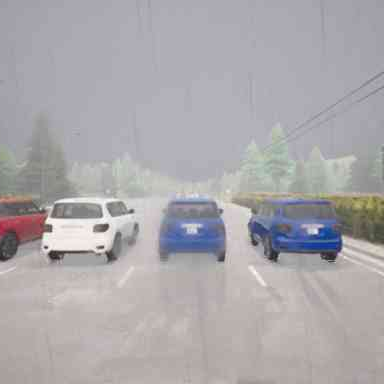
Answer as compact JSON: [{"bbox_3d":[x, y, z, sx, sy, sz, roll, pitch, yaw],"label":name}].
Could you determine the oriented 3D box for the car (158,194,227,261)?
[{"bbox_3d":[0.031,1.220,12.403,2.150,2.045,5.566,0,0,1],"label":"car"}]

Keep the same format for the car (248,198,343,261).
[{"bbox_3d":[3.531,1.220,12.348,2.150,2.045,5.566,0,0,1],"label":"car"}]

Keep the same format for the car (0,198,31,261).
[{"bbox_3d":[-6.969,1.220,12.373,2.150,2.045,5.566,0,0,1],"label":"car"}]

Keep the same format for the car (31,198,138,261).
[{"bbox_3d":[-3.469,1.220,12.364,2.150,2.045,5.566,0,0,1],"label":"car"}]
